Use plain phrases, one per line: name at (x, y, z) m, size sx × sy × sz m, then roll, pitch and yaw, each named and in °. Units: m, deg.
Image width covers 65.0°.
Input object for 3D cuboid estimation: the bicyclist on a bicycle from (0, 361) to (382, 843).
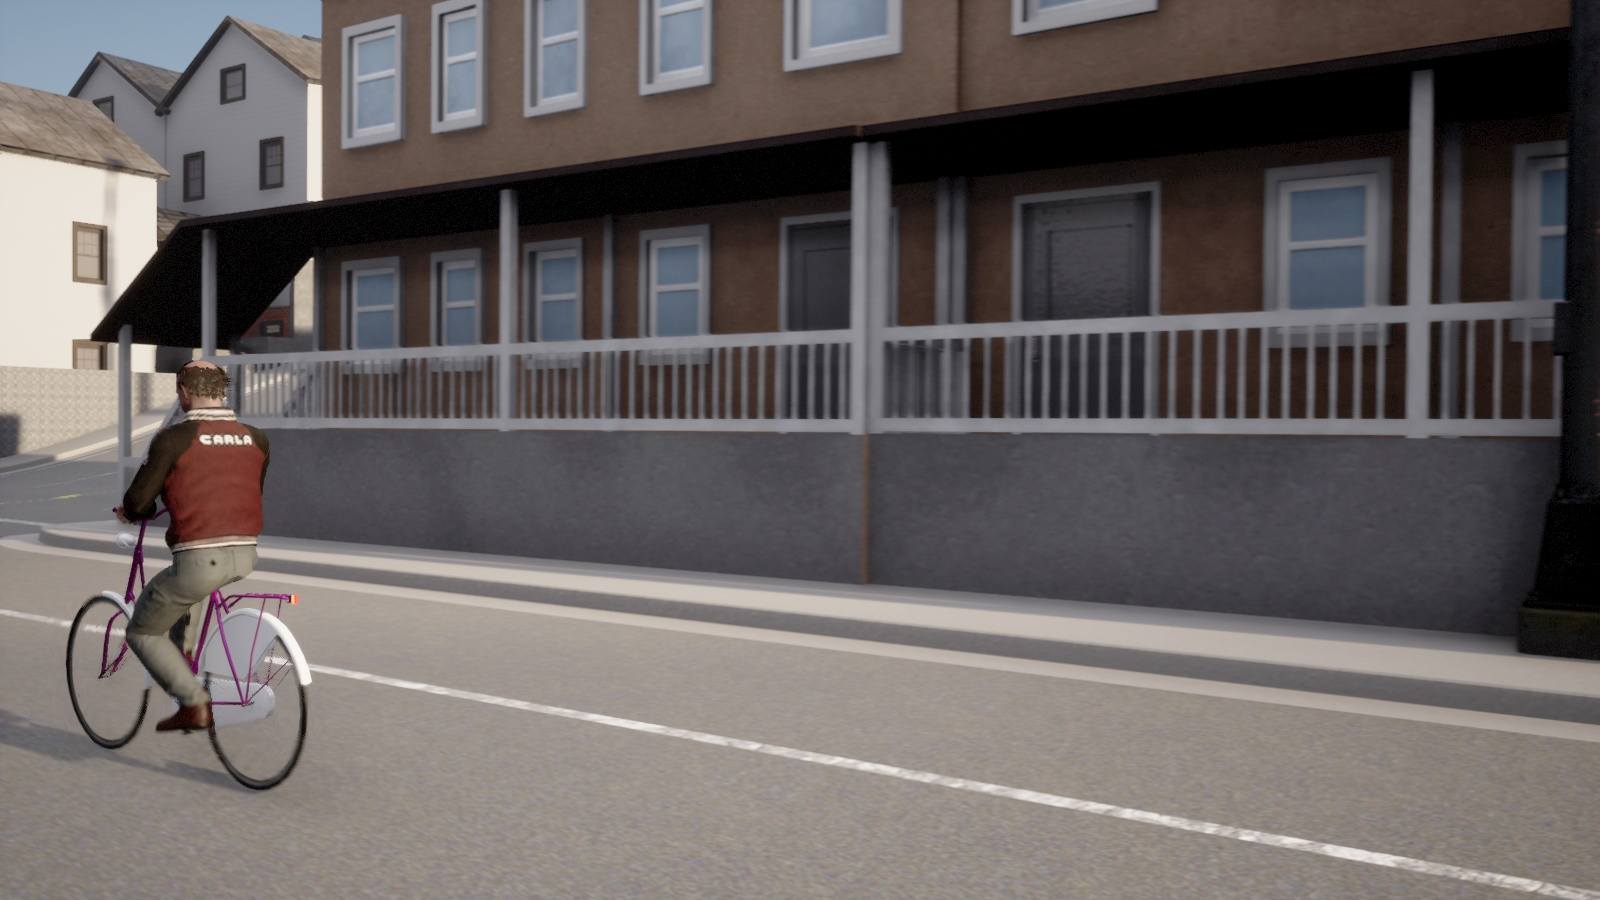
bicyclist on a bicycle at (-2.681, 0.552, 5.402) m, size 1.843 × 1.776 × 0.659 m, roll 0°, pitch 1°, yaw 34°
